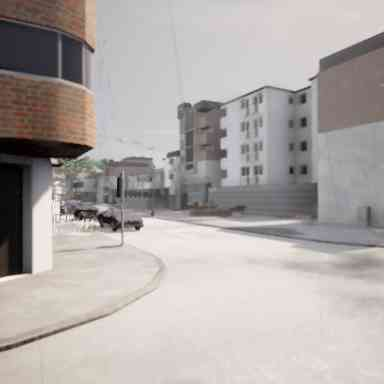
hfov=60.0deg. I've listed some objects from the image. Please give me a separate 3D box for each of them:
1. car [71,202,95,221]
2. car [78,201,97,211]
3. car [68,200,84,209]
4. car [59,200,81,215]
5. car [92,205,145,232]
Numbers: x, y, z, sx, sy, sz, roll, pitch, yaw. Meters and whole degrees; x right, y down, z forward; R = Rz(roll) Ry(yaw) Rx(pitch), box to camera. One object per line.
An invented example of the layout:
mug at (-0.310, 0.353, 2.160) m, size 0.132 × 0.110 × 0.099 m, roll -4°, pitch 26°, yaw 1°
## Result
car at (-9.827, 1.944, 31.402) m, size 1.994 × 1.385 × 4.181 m, roll 0°, pitch -1°, yaw -29°
car at (-15.975, 2.179, 50.907) m, size 1.994 × 1.385 × 4.181 m, roll 0°, pitch -1°, yaw -29°
car at (-20.831, 2.209, 59.560) m, size 1.882 × 1.535 × 5.008 m, roll 0°, pitch -1°, yaw -29°
car at (-14.792, 1.852, 40.275) m, size 2.097 × 1.767 × 4.553 m, roll 0°, pitch -1°, yaw -29°
car at (-5.004, 1.812, 22.811) m, size 2.033 × 1.411 × 5.357 m, roll 0°, pitch -1°, yaw -29°
